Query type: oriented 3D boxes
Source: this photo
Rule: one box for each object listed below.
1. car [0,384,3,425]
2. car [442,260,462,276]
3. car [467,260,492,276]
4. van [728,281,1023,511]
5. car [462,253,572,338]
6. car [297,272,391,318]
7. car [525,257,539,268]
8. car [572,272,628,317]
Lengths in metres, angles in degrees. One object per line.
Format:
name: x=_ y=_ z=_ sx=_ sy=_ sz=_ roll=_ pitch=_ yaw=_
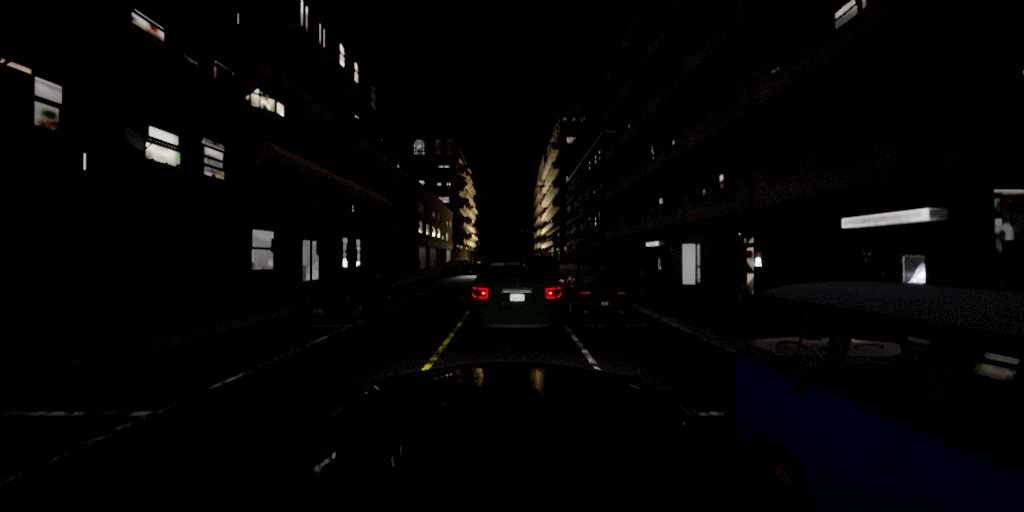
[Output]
car: x=-5.689 y=1.316 z=1.564 sx=1.948 sy=1.339 sz=4.313 roll=0 pitch=0 yaw=0
car: x=-5.683 y=1.122 z=34.990 sx=1.888 sy=1.381 sz=4.507 roll=0 pitch=0 yaw=0
car: x=-3.090 y=1.141 z=34.962 sx=1.994 sy=1.385 sz=4.181 roll=0 pitch=0 yaw=0
van: x=2.691 y=1.092 z=1.523 sx=1.690 sy=1.789 sz=3.998 roll=0 pitch=0 yaw=0
car: x=0.090 y=0.929 z=10.115 sx=2.150 sy=2.045 sz=5.566 roll=0 pitch=1 yaw=0
car: x=-5.687 y=1.258 z=12.705 sx=1.948 sy=1.339 sz=4.313 roll=0 pitch=0 yaw=0
car: x=3.011 y=0.978 z=55.423 sx=1.837 sy=1.490 sz=4.892 roll=0 pitch=0 yaw=0
car: x=2.694 y=1.238 z=12.664 sx=1.888 sy=1.381 sz=4.507 roll=0 pitch=0 yaw=0
